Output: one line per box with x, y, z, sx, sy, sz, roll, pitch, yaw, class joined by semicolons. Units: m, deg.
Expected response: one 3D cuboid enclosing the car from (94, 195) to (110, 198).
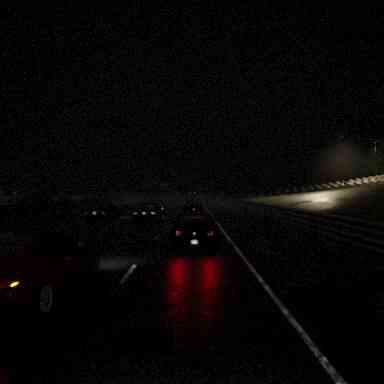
-20.760;1.287;78.645;2.097;1.767;4.553;0;0;0;car

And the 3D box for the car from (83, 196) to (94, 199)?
-24.260;1.456;78.627;1.812;1.442;4.674;0;0;0;car

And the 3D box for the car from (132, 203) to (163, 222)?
-3.367;1.537;25.983;2.033;1.411;5.357;0;0;0;car

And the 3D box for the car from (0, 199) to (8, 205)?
-21.005;1.512;36.896;1.812;1.442;4.674;0;0;0;car

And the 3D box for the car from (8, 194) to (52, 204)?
-17.507;1.208;36.825;2.150;2.045;5.566;0;0;0;car

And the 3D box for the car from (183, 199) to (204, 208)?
0.172;1.464;33.092;1.882;1.535;5.008;0;0;0;car

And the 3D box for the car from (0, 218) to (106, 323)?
-3.436;1.523;7.090;1.812;1.442;4.674;0;0;0;car

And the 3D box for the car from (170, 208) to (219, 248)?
0.108;1.594;14.785;1.895;1.301;4.718;0;0;0;car

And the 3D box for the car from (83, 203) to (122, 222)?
-6.866;1.537;26.001;2.033;1.411;5.357;0;0;0;car
